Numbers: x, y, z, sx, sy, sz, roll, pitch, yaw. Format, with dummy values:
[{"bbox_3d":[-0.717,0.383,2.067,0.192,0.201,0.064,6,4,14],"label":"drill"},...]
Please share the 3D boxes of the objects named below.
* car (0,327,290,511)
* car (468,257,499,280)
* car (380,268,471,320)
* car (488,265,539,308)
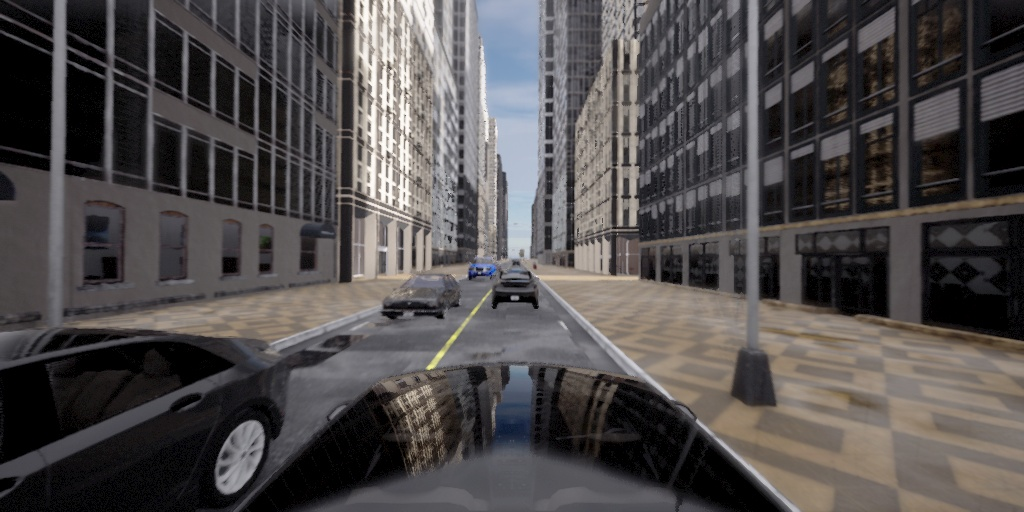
[{"bbox_3d":[-3.126,1.233,1.570,1.837,1.490,4.892,0,0,1],"label":"car"},{"bbox_3d":[-2.680,1.114,32.864,2.150,2.045,5.566,0,-1,1],"label":"car"},{"bbox_3d":[-2.989,1.335,13.117,2.033,1.411,5.357,0,0,1],"label":"car"},{"bbox_3d":[0.141,1.330,15.757,1.837,1.490,4.892,0,0,1],"label":"car"}]
